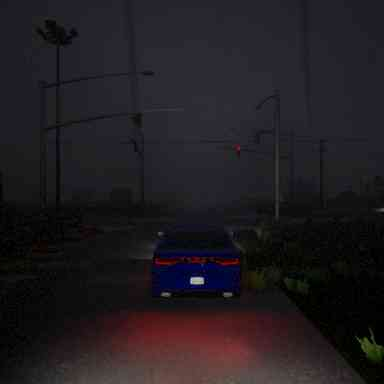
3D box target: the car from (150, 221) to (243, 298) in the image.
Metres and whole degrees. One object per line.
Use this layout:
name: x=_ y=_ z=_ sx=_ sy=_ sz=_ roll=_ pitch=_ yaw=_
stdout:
car: x=0.101 y=1.478 z=8.582 sx=1.882 sy=1.535 sz=5.008 roll=0 pitch=0 yaw=0
